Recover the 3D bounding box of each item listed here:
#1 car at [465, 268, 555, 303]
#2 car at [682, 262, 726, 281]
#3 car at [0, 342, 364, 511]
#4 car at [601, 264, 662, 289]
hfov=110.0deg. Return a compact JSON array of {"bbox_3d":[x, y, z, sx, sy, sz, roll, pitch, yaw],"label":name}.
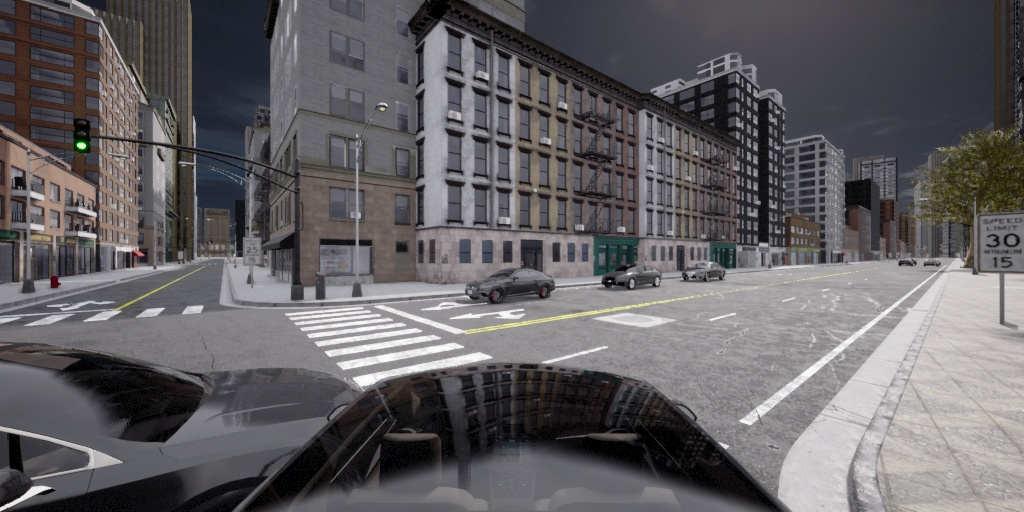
[{"bbox_3d":[0.024,1.287,16.787,4.674,1.442,1.812,0,0,-39],"label":"car"},{"bbox_3d":[15.773,1.237,29.423,4.902,1.511,2.128,0,0,-39],"label":"car"},{"bbox_3d":[-3.216,1.257,1.828,4.892,1.490,1.837,0,0,-34],"label":"car"},{"bbox_3d":[7.739,1.259,22.983,4.892,1.490,1.837,0,0,-39],"label":"car"}]
